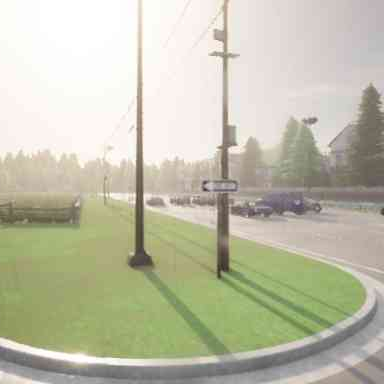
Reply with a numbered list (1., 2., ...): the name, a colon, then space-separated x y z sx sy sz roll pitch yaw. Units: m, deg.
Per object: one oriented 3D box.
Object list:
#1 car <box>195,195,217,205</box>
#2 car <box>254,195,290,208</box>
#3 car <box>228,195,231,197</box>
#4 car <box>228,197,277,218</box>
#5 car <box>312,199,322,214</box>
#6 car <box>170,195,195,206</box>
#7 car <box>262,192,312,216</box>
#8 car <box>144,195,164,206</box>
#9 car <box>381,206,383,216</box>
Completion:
1. car: 1.458 1.153 47.432 1.994 1.385 4.181 0 1 -19
2. car: 10.265 1.195 43.281 2.033 1.411 5.357 0 1 -19
3. car: 4.629 1.109 48.979 1.812 1.442 4.674 0 1 -19
4. car: 4.628 1.374 27.254 1.895 1.301 4.718 0 1 -19
5. car: 10.449 1.274 31.878 1.812 1.442 4.674 0 1 -19
6. car: -1.712 1.085 45.884 2.128 1.511 4.902 0 1 -19
7. car: 7.619 0.984 29.328 2.150 2.045 5.566 0 1 -19
8. car: -5.184 1.154 45.223 1.994 1.385 4.181 0 1 -19
9. car: 16.579 1.304 24.731 1.882 1.535 5.008 0 1 -19
